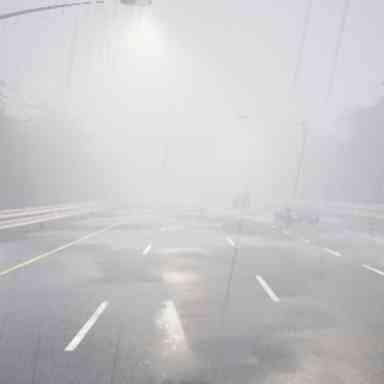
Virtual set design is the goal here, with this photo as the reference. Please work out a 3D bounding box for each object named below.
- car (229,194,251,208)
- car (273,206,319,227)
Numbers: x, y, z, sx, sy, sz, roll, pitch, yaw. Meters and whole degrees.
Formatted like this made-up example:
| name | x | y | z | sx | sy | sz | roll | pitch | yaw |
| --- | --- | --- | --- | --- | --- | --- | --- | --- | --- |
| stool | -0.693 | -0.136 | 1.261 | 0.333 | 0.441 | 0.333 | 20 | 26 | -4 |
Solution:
| name | x | y | z | sx | sy | sz | roll | pitch | yaw |
| --- | --- | --- | --- | --- | --- | --- | --- | --- | --- |
| car | 7.095 | 1.250 | 48.167 | 2.150 | 2.045 | 5.566 | 0 | 0 | 0 |
| car | 7.023 | 1.606 | 22.980 | 1.895 | 1.301 | 4.718 | 0 | 0 | 0 |
